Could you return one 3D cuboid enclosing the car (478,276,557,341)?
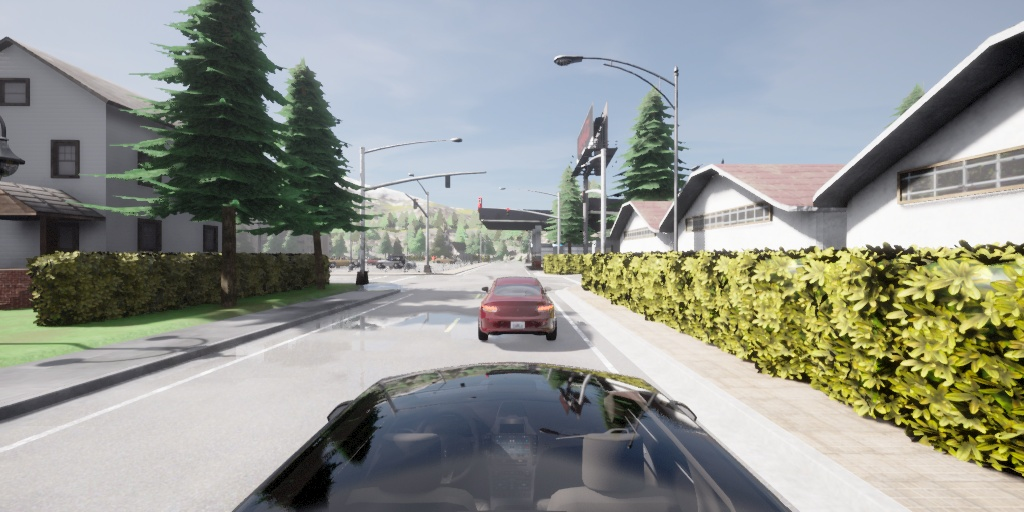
[{"bbox_3d":[0.128,1.276,9.778,1.812,1.442,4.674,0,0,0],"label":"car"}]
